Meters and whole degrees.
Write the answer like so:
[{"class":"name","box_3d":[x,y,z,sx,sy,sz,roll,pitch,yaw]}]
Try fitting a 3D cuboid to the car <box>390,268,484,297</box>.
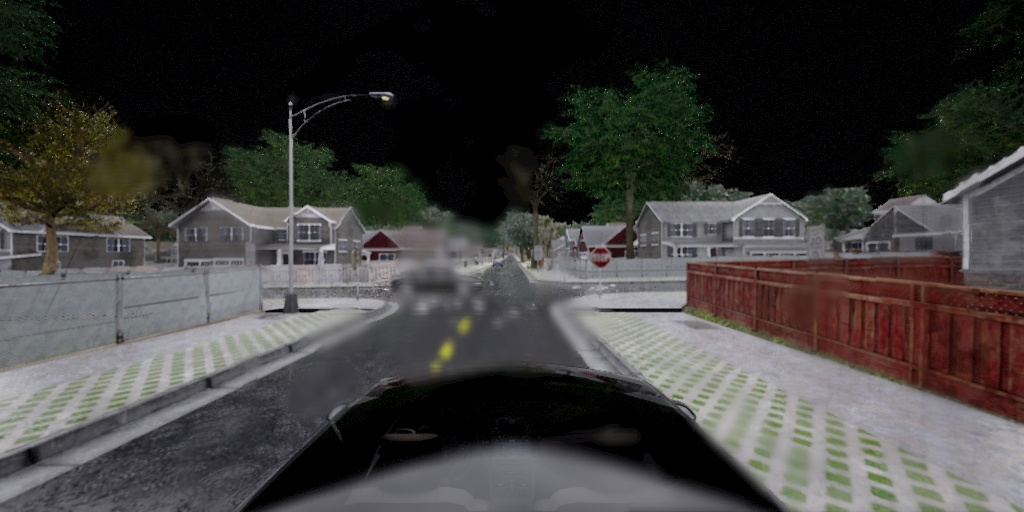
[{"class":"car","box_3d":[-3.907,1.380,18.994,4.892,1.490,1.837,0,0,-1]}]
